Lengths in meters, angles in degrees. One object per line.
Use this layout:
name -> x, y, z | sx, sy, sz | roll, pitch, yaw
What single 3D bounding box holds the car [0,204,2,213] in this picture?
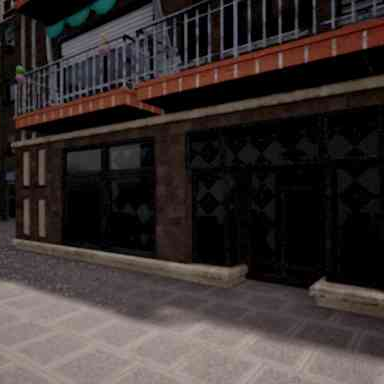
car -> -19.746, 1.391, 30.325 | 1.967, 1.590, 4.097 | 0, 1, 36
